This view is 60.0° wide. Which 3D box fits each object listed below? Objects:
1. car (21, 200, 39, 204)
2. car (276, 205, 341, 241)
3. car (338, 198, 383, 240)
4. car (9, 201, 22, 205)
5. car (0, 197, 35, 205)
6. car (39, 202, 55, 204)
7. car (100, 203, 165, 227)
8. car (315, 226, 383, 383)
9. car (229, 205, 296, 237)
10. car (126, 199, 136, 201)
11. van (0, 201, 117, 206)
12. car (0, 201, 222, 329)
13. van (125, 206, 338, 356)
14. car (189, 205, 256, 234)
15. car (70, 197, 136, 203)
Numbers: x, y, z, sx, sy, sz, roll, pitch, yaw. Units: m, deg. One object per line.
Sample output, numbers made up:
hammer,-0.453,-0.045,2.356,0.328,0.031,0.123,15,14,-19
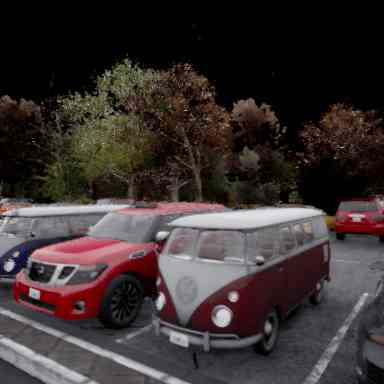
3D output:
car,-13.684,1.839,33.025,2.097,1.535,5.008,-1,0,36
car,6.671,1.582,18.614,1.946,1.575,5.366,-1,0,36
car,8.838,1.304,16.862,2.435,2.045,5.566,-1,0,36
car,-15.939,1.905,34.658,2.002,1.452,4.674,-1,0,36
car,-18.220,1.765,36.258,2.185,1.767,4.553,-1,0,36
car,-11.440,1.687,31.378,2.185,1.767,4.553,-1,0,36
car,-4.635,1.731,26.529,2.231,1.521,4.892,-1,0,36
car,3.545,1.526,4.513,2.231,1.521,4.892,-1,0,36
car,4.407,1.614,20.021,2.097,1.535,5.008,-1,0,36
car,-2.360,1.576,24.923,2.185,1.767,4.553,-1,0,36
van,-3.298,1.389,9.301,1.878,1.987,4.442,-1,0,36
car,-0.988,1.333,7.748,2.435,2.045,5.566,-1,0,36
van,1.119,1.330,6.123,1.878,1.987,4.442,-1,0,36
car,2.125,1.673,21.620,2.163,1.488,4.792,-1,0,36
car,-6.916,1.506,28.128,2.435,2.045,5.566,-1,0,36
